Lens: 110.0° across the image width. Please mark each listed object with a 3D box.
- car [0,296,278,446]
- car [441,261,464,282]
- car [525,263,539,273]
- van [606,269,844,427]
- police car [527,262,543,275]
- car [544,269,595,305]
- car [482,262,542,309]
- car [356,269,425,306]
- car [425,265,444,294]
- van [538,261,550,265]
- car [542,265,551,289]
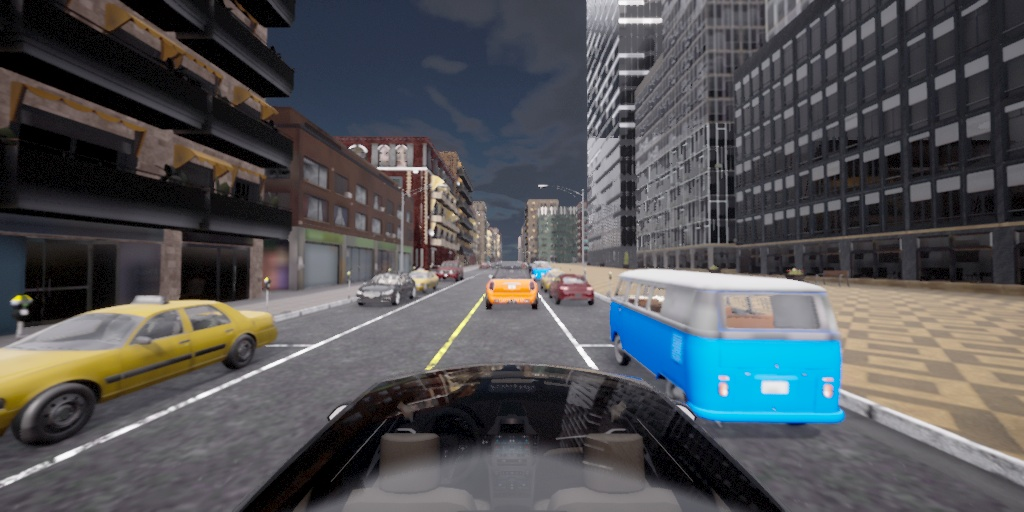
[{"bbox_3d":[-5.691,1.313,5.350,1.751,1.417,4.829,0,0,0],"label":"car"},{"bbox_3d":[-5.699,1.380,33.366,2.192,1.841,5.009,0,0,0],"label":"car"},{"bbox_3d":[3.128,1.803,56.432,1.837,1.490,4.892,0,-1,0],"label":"car"},{"bbox_3d":[2.690,1.128,5.521,1.690,1.789,3.998,0,0,0],"label":"van"},{"bbox_3d":[3.119,1.654,49.543,1.930,1.638,5.238,0,-1,0],"label":"police car"},{"bbox_3d":[2.687,1.480,16.659,1.802,1.307,4.207,0,0,0],"label":"car"},{"bbox_3d":[-0.002,1.241,15.928,2.097,1.767,4.553,0,-1,0],"label":"car"},{"bbox_3d":[-5.694,1.448,16.657,2.007,1.370,4.403,0,0,0],"label":"car"},{"bbox_3d":[-5.696,1.479,22.058,1.751,1.417,4.829,0,0,0],"label":"car"},{"bbox_3d":[2.681,1.406,33.368,1.690,1.789,3.998,0,0,0],"label":"van"},{"bbox_3d":[2.685,1.479,22.398,1.751,1.417,4.829,0,0,0],"label":"car"}]
